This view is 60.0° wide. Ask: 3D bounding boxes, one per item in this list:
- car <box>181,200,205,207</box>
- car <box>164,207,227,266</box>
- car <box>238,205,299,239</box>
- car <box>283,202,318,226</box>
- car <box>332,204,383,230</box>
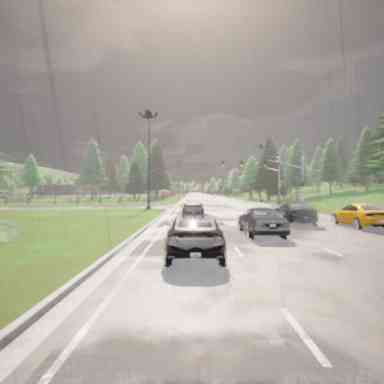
[{"bbox_3d":[0.096,1.475,29.572,2.128,1.511,4.902,0,0,0],"label":"car"},{"bbox_3d":[0.099,1.487,11.456,2.128,1.511,4.902,0,0,0],"label":"car"},{"bbox_3d":[3.591,1.538,17.289,2.033,1.411,5.357,0,0,0],"label":"car"},{"bbox_3d":[7.097,1.465,23.173,1.882,1.535,5.008,0,0,0],"label":"car"},{"bbox_3d":[10.597,1.467,20.977,1.882,1.535,5.008,0,0,0],"label":"car"}]
